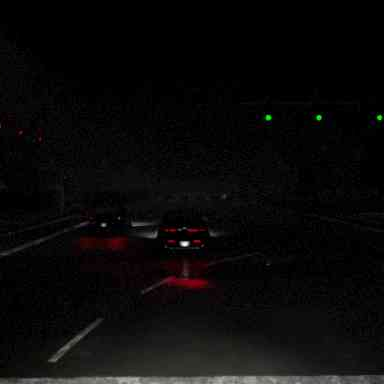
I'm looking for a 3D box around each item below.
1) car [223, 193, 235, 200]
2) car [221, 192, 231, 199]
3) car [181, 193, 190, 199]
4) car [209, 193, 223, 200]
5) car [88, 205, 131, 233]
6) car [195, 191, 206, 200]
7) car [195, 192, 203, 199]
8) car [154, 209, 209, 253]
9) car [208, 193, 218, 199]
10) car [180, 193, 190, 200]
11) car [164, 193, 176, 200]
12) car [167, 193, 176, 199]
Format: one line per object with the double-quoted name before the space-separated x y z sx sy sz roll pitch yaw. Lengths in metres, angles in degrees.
"car" 8.779 1.167 76.908 2.033 1.411 5.357 0 0 0
"car" 8.814 0.939 85.824 2.097 1.767 4.553 0 0 0
"car" -1.691 0.948 84.530 2.128 1.511 4.902 0 0 0
"car" 5.273 1.107 75.333 1.882 1.535 5.008 0 0 0
"car" -4.548 1.434 18.792 1.812 1.442 4.674 0 0 -4
"car" 1.773 1.107 75.347 1.882 1.535 5.008 0 0 0
"car" 1.809 0.901 84.516 1.882 1.535 5.008 0 0 0
"car" -0.424 1.439 13.327 1.837 1.490 4.892 0 0 -4
"car" 5.309 0.948 84.503 2.128 1.511 4.902 0 0 0
"car" -1.725 1.180 75.778 1.994 1.385 4.181 0 0 0
"car" -5.224 0.981 76.144 2.097 1.767 4.553 0 0 0
"car" -5.191 0.975 84.544 1.994 1.385 4.181 0 0 0
